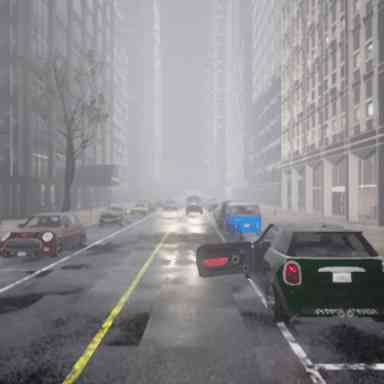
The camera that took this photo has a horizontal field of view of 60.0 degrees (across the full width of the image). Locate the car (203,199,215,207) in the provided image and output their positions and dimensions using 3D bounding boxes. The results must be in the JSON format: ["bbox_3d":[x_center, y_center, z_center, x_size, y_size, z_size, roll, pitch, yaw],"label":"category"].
[{"bbox_3d":[2.962,1.924,58.561,1.887,1.381,4.507,0,0,0],"label":"car"}]

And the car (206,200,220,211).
[{"bbox_3d":[2.910,1.896,47.164,1.802,1.307,4.206,0,0,0],"label":"car"}]

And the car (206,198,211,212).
[{"bbox_3d":[2.883,1.831,41.467,2.008,1.369,4.403,0,0,0],"label":"car"}]

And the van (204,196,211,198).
[{"bbox_3d":[2.935,1.688,52.864,1.690,1.788,3.998,0,0,0],"label":"van"}]

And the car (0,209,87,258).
[{"bbox_3d":[-5.629,1.545,13.015,1.967,1.590,4.097,0,0,0],"label":"car"}]

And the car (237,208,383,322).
[{"bbox_3d":[2.425,1.403,7.480,2.097,1.767,4.553,0,0,0],"label":"car"}]

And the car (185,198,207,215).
[{"bbox_3d":[0.260,1.751,37.553,2.128,1.511,4.902,0,0,0],"label":"car"}]

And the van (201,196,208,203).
[{"bbox_3d":[3.067,1.842,81.356,1.690,1.788,3.998,0,0,0],"label":"van"}]

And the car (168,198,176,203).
[{"bbox_3d":[-5.287,2.128,87.092,1.802,1.307,4.206,0,0,0],"label":"car"}]

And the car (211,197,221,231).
[{"bbox_3d":[2.803,1.484,24.372,2.192,1.841,5.009,0,0,0],"label":"car"}]

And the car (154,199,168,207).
[{"bbox_3d":[-5.418,1.960,58.600,1.947,1.339,4.313,0,0,0],"label":"car"}]

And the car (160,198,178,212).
[{"bbox_3d":[-2.799,1.857,44.646,2.033,1.411,5.357,0,0,1],"label":"car"}]

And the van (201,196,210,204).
[{"bbox_3d":[3.040,1.813,75.656,1.690,1.788,3.998,0,0,0],"label":"van"}]

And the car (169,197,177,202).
[{"bbox_3d":[-5.261,2.124,92.790,2.008,1.369,4.403,0,0,0],"label":"car"}]

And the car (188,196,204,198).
[{"bbox_3d":[0.223,1.544,47.718,2.150,2.045,5.566,0,0,0],"label":"car"}]

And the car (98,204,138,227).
[{"bbox_3d":[-5.576,1.735,24.411,2.008,1.369,4.403,0,0,0],"label":"car"}]

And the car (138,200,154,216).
[{"bbox_3d":[-5.524,1.784,35.637,1.752,1.417,4.829,0,0,0],"label":"car"}]

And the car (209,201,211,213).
[{"bbox_3d":[2.832,1.734,30.238,1.752,1.417,4.829,0,0,0],"label":"car"}]

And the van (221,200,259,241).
[{"bbox_3d":[2.777,1.471,18.673,1.690,1.788,3.998,0,0,0],"label":"van"}]

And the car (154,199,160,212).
[{"bbox_3d":[-5.498,1.736,41.508,1.967,1.590,4.097,0,0,0],"label":"car"}]
